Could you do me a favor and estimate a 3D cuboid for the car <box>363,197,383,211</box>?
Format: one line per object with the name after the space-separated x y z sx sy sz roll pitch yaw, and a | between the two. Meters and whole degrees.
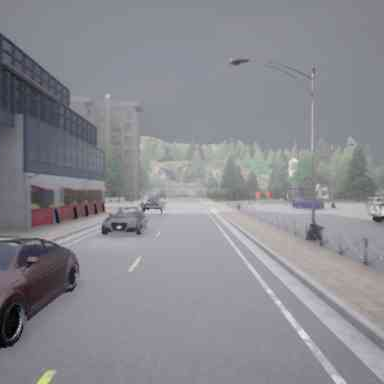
21.261 1.326 36.626 3.806 1.475 1.970 0 0 0 | car

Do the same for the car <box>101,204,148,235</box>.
-3.601 1.543 18.393 1.994 1.385 4.181 0 0 0 | car

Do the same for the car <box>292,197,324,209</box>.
13.836 1.320 39.596 3.633 1.501 1.845 0 0 0 | car

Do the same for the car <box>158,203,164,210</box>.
-3.540 1.211 31.516 1.895 1.301 4.718 0 0 0 | car

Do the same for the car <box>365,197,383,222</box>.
13.725 1.069 21.012 4.605 1.855 1.932 0 0 0 | car

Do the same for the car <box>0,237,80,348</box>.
-3.605 1.559 6.119 1.994 1.385 4.181 0 0 0 | car
